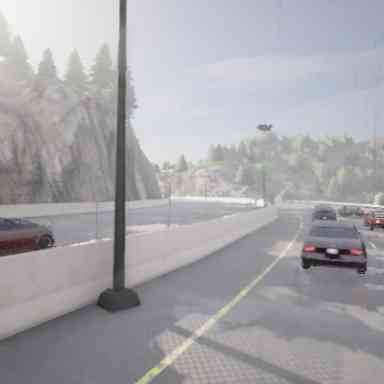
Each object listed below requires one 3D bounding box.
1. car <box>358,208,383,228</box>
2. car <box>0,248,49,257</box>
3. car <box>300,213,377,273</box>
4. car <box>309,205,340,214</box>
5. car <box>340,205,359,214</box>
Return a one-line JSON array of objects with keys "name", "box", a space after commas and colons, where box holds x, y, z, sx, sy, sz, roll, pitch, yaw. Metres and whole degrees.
[{"name": "car", "box": [13.043, 1.937, 22.946, 1.895, 1.301, 4.718, 0, 0, 20]}, {"name": "car", "box": [-6.899, 1.581, 11.513, 1.994, 1.385, 4.181, 0, -1, 25]}, {"name": "car", "box": [4.824, 1.696, 11.409, 2.033, 1.411, 5.357, 0, -1, 23]}, {"name": "car", "box": [11.296, 1.868, 28.739, 1.837, 1.490, 4.892, 1, 0, 18]}, {"name": "car", "box": [17.054, 2.089, 35.970, 1.895, 1.301, 4.718, 1, 0, 15]}]
